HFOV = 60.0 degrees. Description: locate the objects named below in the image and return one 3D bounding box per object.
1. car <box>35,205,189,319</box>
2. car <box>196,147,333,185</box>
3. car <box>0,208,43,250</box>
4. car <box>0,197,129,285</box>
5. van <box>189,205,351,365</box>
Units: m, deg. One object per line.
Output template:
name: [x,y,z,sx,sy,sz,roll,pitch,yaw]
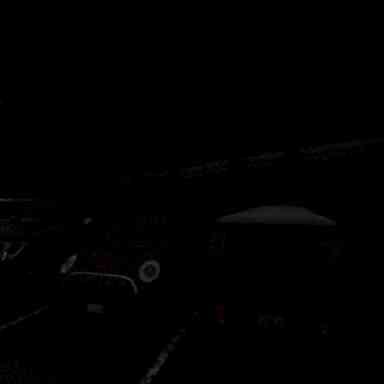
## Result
car: [-0.980,1.338,7.615,2.185,1.767,4.553,1,0,15]
car: [2.739,-0.992,13.473,5.357,1.411,2.033,-5,-3,36]
car: [-8.385,1.451,12.874,2.163,1.488,4.792,0,-1,16]
car: [-3.451,1.198,9.312,2.435,2.045,5.566,1,0,15]
van: [1.493,1.253,5.945,1.878,1.987,4.442,0,-1,15]
